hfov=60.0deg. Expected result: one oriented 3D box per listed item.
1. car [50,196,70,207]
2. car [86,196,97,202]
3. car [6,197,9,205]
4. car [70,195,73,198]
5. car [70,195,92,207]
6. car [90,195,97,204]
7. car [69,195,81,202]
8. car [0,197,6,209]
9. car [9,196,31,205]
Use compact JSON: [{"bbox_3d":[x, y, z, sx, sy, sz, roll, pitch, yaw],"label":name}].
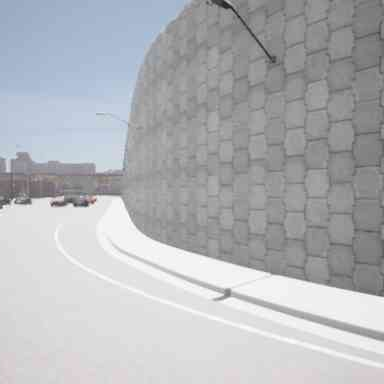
[{"bbox_3d":[-21.009,1.625,52.470,1.895,1.301,4.718,0,0,-12],"label":"car"},{"bbox_3d":[-21.935,1.455,72.732,1.895,1.301,4.718,0,0,-12],"label":"car"},{"bbox_3d":[-32.922,1.561,57.526,1.812,1.442,4.674,0,0,-12],"label":"car"},{"bbox_3d":[-23.195,1.532,62.206,1.837,1.490,4.892,0,0,-12],"label":"car"},{"bbox_3d":[-17.082,1.585,51.241,1.994,1.385,4.181,0,0,-13],"label":"car"},{"bbox_3d":[-19.771,1.377,62.932,2.097,1.767,4.553,0,0,-12],"label":"car"},{"bbox_3d":[-25.347,1.415,71.948,1.994,1.385,4.181,0,0,-12],"label":"car"},{"bbox_3d":[-26.148,1.379,42.771,2.097,1.767,4.553,0,0,-12],"label":"car"},{"bbox_3d":[-29.454,1.529,58.006,2.128,1.511,4.902,0,0,-12],"label":"car"}]
